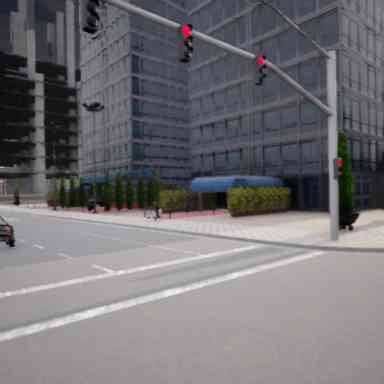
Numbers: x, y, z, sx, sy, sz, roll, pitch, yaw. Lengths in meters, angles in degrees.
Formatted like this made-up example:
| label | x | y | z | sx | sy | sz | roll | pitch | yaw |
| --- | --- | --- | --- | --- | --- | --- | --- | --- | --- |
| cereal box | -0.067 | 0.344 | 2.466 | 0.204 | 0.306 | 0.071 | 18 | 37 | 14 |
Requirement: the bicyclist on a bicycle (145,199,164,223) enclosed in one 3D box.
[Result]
| label | x | y | z | sx | sy | sz | roll | pitch | yaw |
| --- | --- | --- | --- | --- | --- | --- | --- | --- | --- |
| bicyclist on a bicycle | -2.708 | 1.355 | 23.770 | 1.656 | 1.620 | 0.582 | -2 | 0 | -42 |

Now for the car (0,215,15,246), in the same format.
| label | x | y | z | sx | sy | sz | roll | pitch | yaw |
| --- | --- | --- | --- | --- | --- | --- | --- | --- | --- |
| car | -9.496 | 1.712 | 15.193 | 1.812 | 1.442 | 4.674 | -1 | 0 | -42 |

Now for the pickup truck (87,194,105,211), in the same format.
| label | x | y | z | sx | sy | sz | roll | pitch | yaw |
| --- | --- | --- | --- | --- | --- | --- | --- | --- | --- |
| pickup truck | -11.906 | 1.294 | 42.760 | 2.390 | 2.098 | 6.274 | -1 | 0 | -11 |
